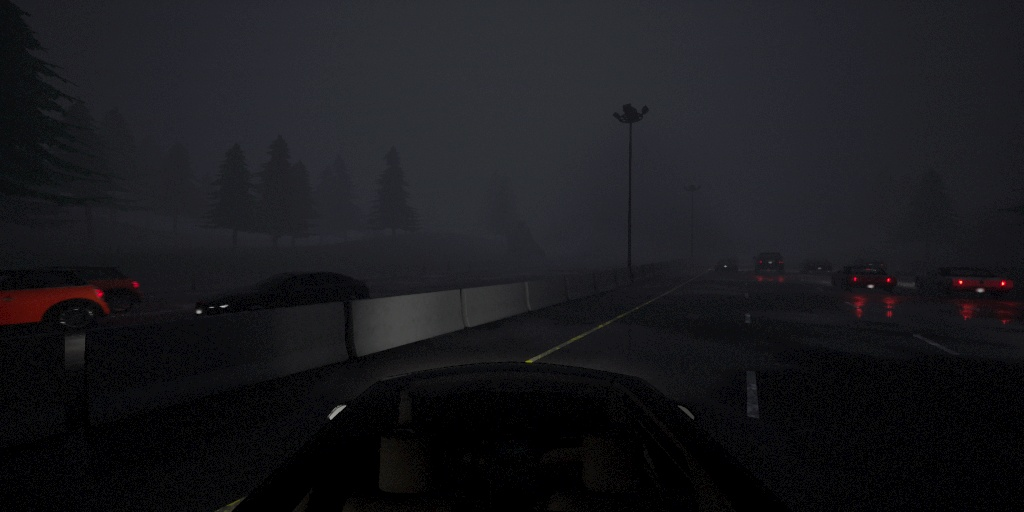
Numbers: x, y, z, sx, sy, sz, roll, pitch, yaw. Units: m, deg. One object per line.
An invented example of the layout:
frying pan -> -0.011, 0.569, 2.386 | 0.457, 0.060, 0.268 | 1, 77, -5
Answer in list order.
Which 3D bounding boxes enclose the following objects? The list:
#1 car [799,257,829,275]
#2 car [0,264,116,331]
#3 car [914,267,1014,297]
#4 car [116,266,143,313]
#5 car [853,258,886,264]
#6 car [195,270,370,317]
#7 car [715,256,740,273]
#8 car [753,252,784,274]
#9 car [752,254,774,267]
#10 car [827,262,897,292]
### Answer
car -> 27.868, 0.878, 32.980 | 1.882, 1.535, 5.008 | 0, 1, 33
car -> -13.186, 1.091, 8.625 | 2.097, 1.767, 4.553 | 0, 0, 33
car -> 22.348, 1.228, 18.032 | 1.895, 1.301, 4.718 | 0, 1, 33
car -> -15.379, 1.090, 11.676 | 2.097, 1.767, 4.553 | 0, 0, 33
car -> 30.898, 0.902, 31.220 | 1.837, 1.490, 4.892 | 0, 0, 33
car -> -7.063, 1.247, 11.636 | 1.837, 1.490, 4.892 | 0, 0, 33
car -> 22.117, 0.956, 36.980 | 1.994, 1.385, 4.181 | 0, 1, 33
car -> 24.681, 0.628, 34.496 | 2.150, 2.045, 5.566 | 0, 1, 33
car -> 32.800, 0.583, 47.011 | 2.128, 1.511, 4.902 | 0, 1, 32
car -> 19.580, 1.222, 20.196 | 1.895, 1.301, 4.718 | 0, 1, 33
